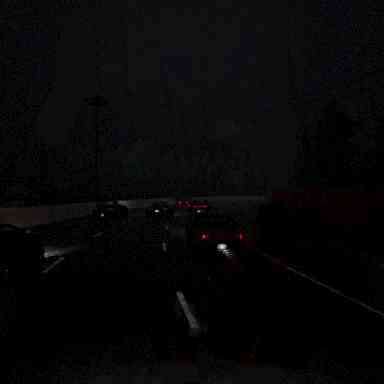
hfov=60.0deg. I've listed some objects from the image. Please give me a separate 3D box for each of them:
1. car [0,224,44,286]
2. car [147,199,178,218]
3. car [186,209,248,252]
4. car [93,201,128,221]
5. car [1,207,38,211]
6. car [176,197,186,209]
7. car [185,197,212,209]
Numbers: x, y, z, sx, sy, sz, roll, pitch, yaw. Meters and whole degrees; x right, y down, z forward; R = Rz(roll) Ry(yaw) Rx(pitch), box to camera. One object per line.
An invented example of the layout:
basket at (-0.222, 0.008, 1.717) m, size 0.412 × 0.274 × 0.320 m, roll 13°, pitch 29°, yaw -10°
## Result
car at (-5.635, 1.564, 9.277) m, size 1.994 × 1.385 × 4.181 m, roll 0°, pitch 0°, yaw -9°
car at (-2.778, 1.563, 29.924) m, size 1.994 × 1.385 × 4.181 m, roll 0°, pitch 0°, yaw 4°
car at (0.810, 1.600, 13.838) m, size 1.895 × 1.301 × 4.718 m, roll 0°, pitch 0°, yaw -6°
car at (-6.493, 1.491, 26.922) m, size 2.128 × 1.511 × 4.902 m, roll 0°, pitch 0°, yaw 2°
car at (-13.731, 1.477, 25.850) m, size 1.882 × 1.535 × 5.008 m, roll 0°, pitch 0°, yaw 2°
car at (-0.949, 1.351, 42.310) m, size 2.097 × 1.767 × 4.553 m, roll 0°, pitch 0°, yaw 12°
car at (0.870, 1.490, 31.857) m, size 2.128 × 1.511 × 4.902 m, roll 0°, pitch 0°, yaw 5°
